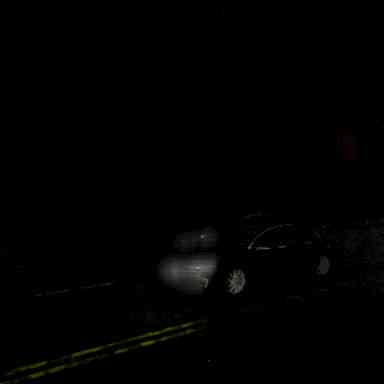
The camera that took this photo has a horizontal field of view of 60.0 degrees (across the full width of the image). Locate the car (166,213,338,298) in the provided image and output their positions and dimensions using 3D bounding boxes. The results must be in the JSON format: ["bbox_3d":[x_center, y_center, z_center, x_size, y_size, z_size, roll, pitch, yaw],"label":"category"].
[{"bbox_3d":[1.693,1.492,8.537,4.892,1.490,1.837,0,0,-32],"label":"car"}]

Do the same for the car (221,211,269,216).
[{"bbox_3d":[1.850,1.476,12.455,4.902,1.511,2.128,0,0,-31],"label":"car"}]
